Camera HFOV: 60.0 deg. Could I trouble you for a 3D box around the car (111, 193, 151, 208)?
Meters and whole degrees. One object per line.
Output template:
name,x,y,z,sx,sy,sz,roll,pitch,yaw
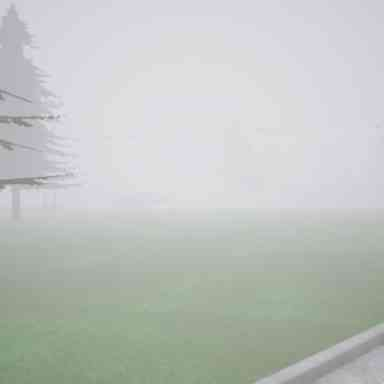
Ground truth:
car,-7.529,1.206,39.801,4.181,1.385,1.994,-1,1,13

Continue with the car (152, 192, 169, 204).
car,-6.067,0.901,46.645,4.553,1.767,2.097,0,1,13

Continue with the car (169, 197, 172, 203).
car,-5.298,0.854,50.059,4.553,1.767,2.097,0,1,13

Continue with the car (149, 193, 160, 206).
car,-6.772,1.160,43.218,4.181,1.385,1.994,-1,1,13
